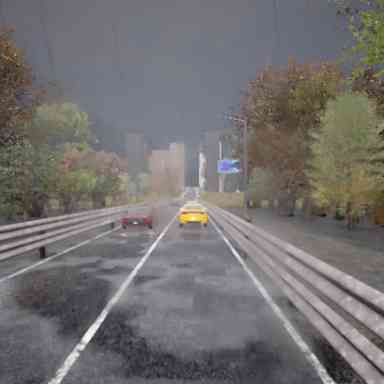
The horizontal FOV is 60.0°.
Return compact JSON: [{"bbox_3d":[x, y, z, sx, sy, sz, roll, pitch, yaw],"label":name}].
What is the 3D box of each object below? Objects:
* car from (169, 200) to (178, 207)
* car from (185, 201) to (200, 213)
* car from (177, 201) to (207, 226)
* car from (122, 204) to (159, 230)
[{"bbox_3d":[-3.296,2.205,62.811,1.994,1.385,4.181,0,-1,1],"label":"car"},{"bbox_3d":[0.082,1.898,42.922,1.812,1.442,4.674,0,-1,0],"label":"car"},{"bbox_3d":[0.097,1.613,24.523,1.882,1.535,5.008,0,-1,0],"label":"car"},{"bbox_3d":[-3.351,1.590,22.220,1.882,1.535,5.008,0,-1,0],"label":"car"}]
